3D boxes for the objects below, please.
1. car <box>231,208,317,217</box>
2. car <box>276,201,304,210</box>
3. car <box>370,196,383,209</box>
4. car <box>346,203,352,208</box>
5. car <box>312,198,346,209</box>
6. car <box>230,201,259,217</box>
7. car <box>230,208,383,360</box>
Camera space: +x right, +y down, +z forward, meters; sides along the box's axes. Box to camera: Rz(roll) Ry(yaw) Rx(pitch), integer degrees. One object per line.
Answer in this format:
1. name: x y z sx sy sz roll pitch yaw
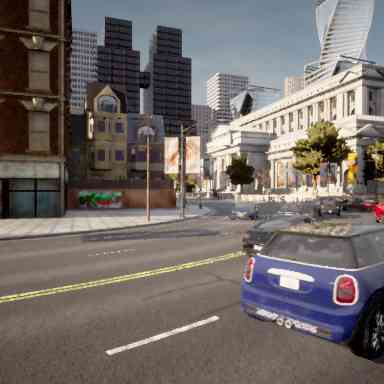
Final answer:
1. car: 3.514 1.517 11.739 1.812 1.442 4.674 0 0 41
2. car: 7.779 1.509 26.447 2.128 1.511 4.902 0 0 17
3. car: 13.471 1.209 21.854 2.150 2.045 5.566 0 0 22
4. car: 16.680 1.479 39.491 1.837 1.490 4.892 1 0 2
5. car: 12.394 1.471 30.931 2.128 1.511 4.902 0 0 12
6. car: 4.440 1.508 27.498 1.812 1.442 4.674 0 0 17
7. car: 2.996 1.347 6.277 4.553 1.767 2.097 0 0 -42
